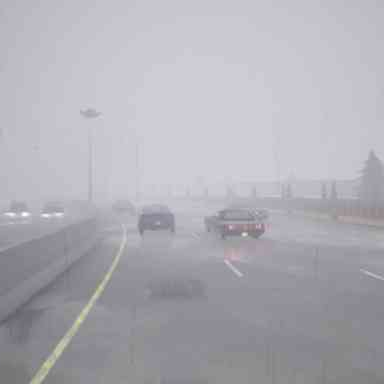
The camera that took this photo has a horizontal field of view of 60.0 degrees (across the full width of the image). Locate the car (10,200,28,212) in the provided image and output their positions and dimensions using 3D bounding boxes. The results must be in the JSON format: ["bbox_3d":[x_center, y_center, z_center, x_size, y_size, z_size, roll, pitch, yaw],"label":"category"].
[{"bbox_3d":[-20.828,1.667,40.014,1.895,1.301,4.718,-1,0,-28],"label":"car"}]

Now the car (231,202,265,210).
[{"bbox_3d":[3.760,1.463,24.888,2.033,1.411,5.357,0,0,-14],"label":"car"}]

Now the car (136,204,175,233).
[{"bbox_3d":[-2.195,1.446,19.456,1.882,1.535,5.008,0,0,-11],"label":"car"}]

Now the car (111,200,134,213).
[{"bbox_3d":[-7.776,1.525,37.182,1.994,1.385,4.181,0,0,-23],"label":"car"}]

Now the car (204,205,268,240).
[{"bbox_3d":[1.926,1.552,16.707,1.895,1.301,4.718,0,0,-10],"label":"car"}]

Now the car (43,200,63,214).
[{"bbox_3d":[-15.156,1.588,36.181,1.994,1.385,4.181,-1,0,-24],"label":"car"}]
